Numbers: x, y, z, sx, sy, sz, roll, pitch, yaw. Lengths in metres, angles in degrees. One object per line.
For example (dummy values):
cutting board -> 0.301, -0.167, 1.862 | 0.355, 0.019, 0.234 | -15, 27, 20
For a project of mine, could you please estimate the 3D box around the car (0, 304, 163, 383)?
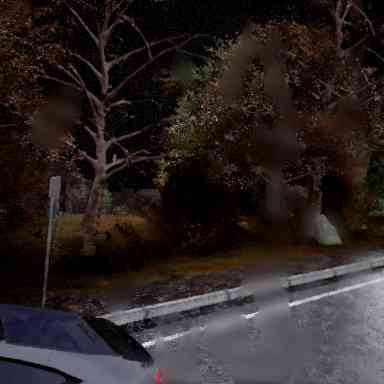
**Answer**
car -> -2.216, 1.570, 2.090 | 4.181, 1.385, 1.994 | 1, -1, -35
